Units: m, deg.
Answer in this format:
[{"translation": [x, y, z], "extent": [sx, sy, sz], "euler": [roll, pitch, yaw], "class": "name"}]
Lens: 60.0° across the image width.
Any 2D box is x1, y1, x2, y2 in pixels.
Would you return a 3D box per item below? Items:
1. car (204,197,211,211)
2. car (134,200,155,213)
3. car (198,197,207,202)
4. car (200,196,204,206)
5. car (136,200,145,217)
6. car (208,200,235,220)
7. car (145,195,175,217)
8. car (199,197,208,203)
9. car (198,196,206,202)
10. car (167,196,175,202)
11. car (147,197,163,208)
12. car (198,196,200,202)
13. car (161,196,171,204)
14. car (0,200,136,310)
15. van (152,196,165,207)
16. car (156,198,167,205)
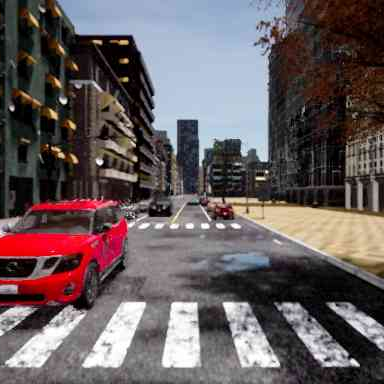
[{"translation": [2.694, 1.652, 40.495], "extent": [1.752, 1.417, 4.829], "euler": [0, 0, 0], "class": "car"}, {"translation": [-5.686, 1.677, 40.326], "extent": [2.008, 1.369, 4.403], "euler": [0, 0, 0], "class": "car"}, {"translation": [2.699, 1.855, 84.586], "extent": [2.008, 1.369, 4.403], "euler": [0, 0, 0], "class": "car"}, {"translation": [2.696, 1.772, 56.922], "extent": [1.802, 1.307, 4.206], "euler": [0, 0, 0], "class": "car"}, {"translation": [-5.686, 1.638, 29.260], "extent": [2.008, 1.369, 4.403], "euler": [0, 0, 0], "class": "car"}, {"translation": [2.694, 1.632, 29.259], "extent": [1.887, 1.381, 4.507], "euler": [0, 0, 0], "class": "car"}, {"translation": [-2.997, 1.341, 33.062], "extent": [2.150, 2.045, 5.566], "euler": [0, 0, 0], "class": "car"}, {"translation": [2.698, 1.825, 79.054], "extent": [1.887, 1.381, 4.507], "euler": [0, 0, 0], "class": "car"}, {"translation": [2.699, 1.770, 90.118], "extent": [1.967, 1.590, 4.097], "euler": [0, 0, 0], "class": "car"}, {"translation": [-5.682, 1.880, 90.119], "extent": [2.008, 1.369, 4.403], "euler": [0, 0, 0], "class": "car"}, {"translation": [-5.684, 1.608, 51.392], "extent": [1.967, 1.590, 4.097], "euler": [0, 0, 0], "class": "car"}, {"translation": [2.697, 1.759, 68.158], "extent": [1.752, 1.417, 4.829], "euler": [0, 0, 0], "class": "car"}, {"translation": [-5.683, 1.696, 73.522], "extent": [1.967, 1.590, 4.097], "euler": [0, 0, 0], "class": "car"}, {"translation": [-3.000, 1.251, 8.217], "extent": [2.150, 2.045, 5.566], "euler": [0, 0, 0], "class": "car"}, {"translation": [-5.684, 1.530, 56.925], "extent": [1.690, 1.788, 3.998], "euler": [0, 0, 0], "class": "van"}, {"translation": [-5.683, 1.793, 62.456], "extent": [1.802, 1.307, 4.206], "euler": [0, 0, 0], "class": "car"}]
